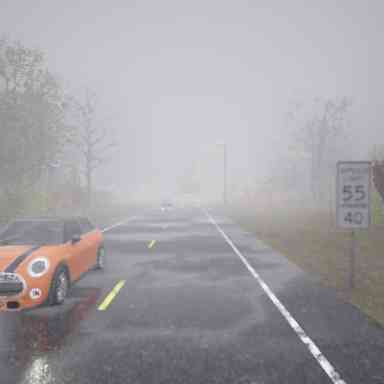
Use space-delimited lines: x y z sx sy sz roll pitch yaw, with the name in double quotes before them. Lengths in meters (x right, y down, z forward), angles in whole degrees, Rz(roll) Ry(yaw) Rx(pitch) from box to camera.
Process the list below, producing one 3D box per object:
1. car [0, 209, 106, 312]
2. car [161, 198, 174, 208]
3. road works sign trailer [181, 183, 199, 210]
"car" -3.609 1.375 7.991 2.097 1.767 4.553 0 0 0
"car" -3.834 1.693 52.213 2.033 1.411 5.357 0 0 0
"road works sign trailer" -0.197 0.588 44.535 2.380 3.560 2.880 0 0 1
